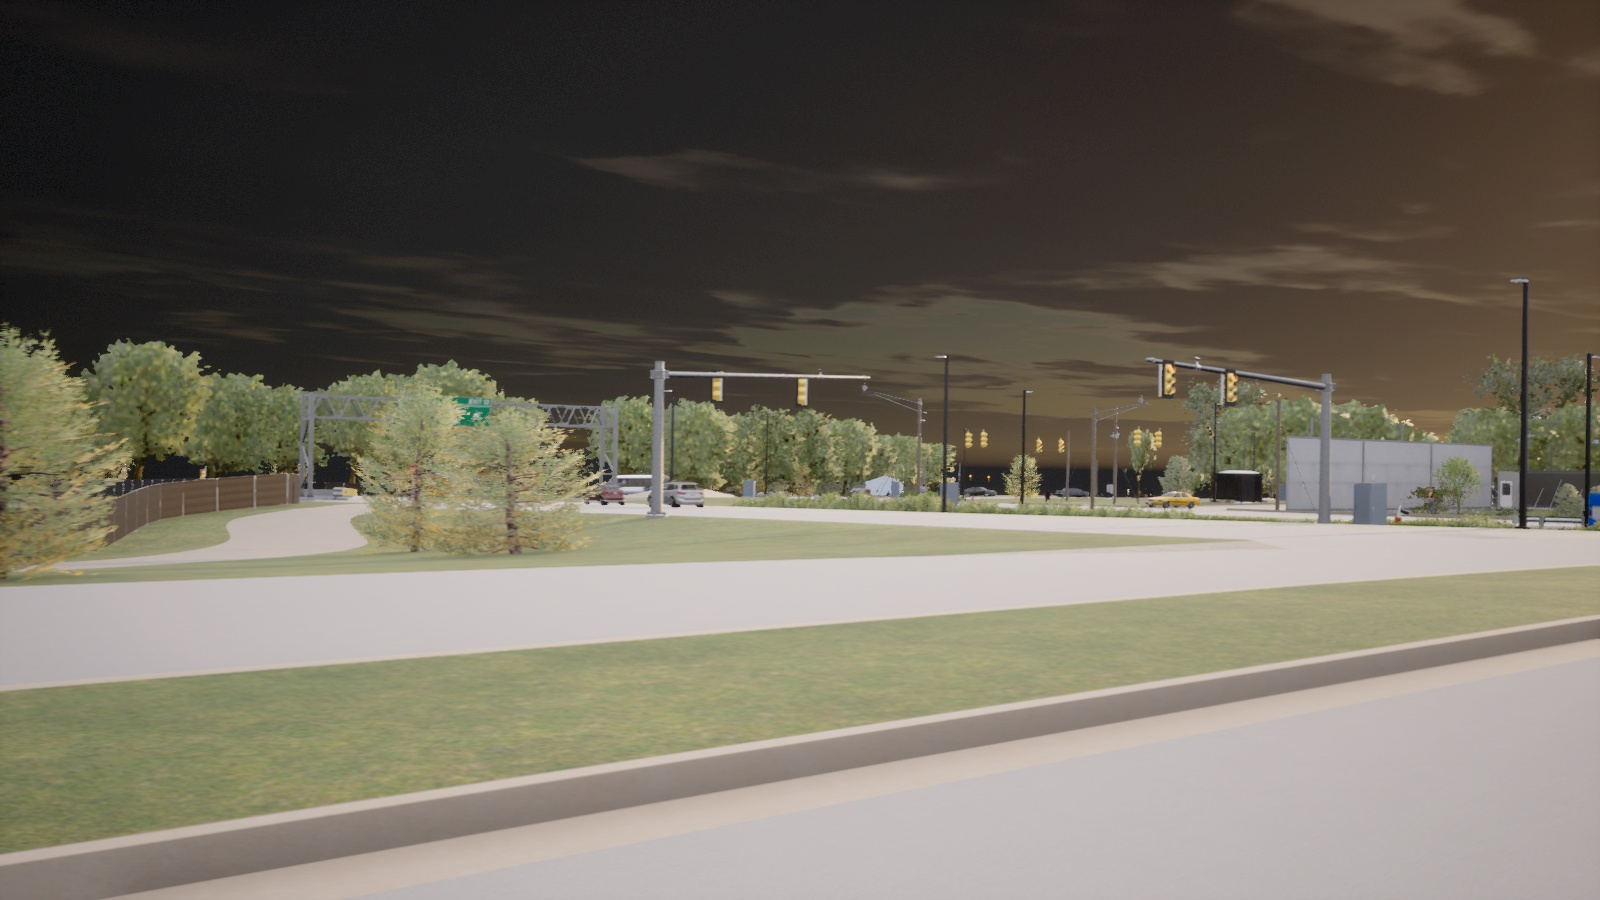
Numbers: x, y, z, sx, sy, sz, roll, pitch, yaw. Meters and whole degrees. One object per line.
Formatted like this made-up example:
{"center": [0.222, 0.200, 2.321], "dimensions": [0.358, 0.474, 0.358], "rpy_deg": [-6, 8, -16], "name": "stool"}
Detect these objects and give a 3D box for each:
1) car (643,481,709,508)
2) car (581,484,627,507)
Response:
{"center": [-8.070, 2.860, 81.394], "dimensions": [2.242, 1.667, 4.611], "rpy_deg": [1, -2, -35], "name": "car"}
{"center": [-14.045, 3.246, 90.014], "dimensions": [1.789, 1.549, 3.705], "rpy_deg": [1, -2, -35], "name": "car"}
